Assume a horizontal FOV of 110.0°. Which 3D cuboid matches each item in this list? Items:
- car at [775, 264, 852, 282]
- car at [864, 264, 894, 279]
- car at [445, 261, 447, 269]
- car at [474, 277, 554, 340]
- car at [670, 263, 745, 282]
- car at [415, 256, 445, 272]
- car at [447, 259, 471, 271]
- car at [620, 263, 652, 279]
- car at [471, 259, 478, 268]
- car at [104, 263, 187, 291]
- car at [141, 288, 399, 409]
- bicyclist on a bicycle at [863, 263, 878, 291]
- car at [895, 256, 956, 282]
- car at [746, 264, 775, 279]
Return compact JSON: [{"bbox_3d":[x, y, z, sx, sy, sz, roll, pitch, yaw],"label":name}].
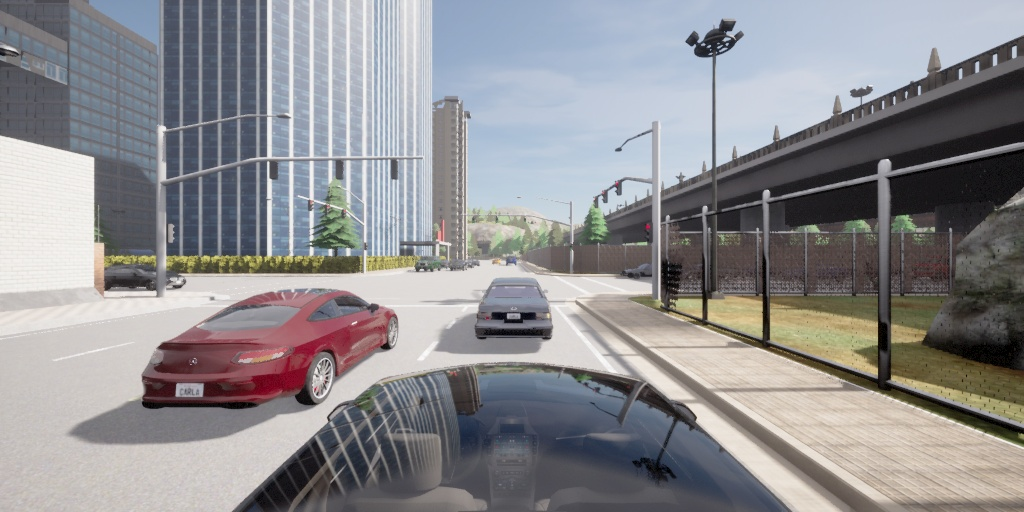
[{"bbox_3d":[24.610,1.331,29.159,4.674,1.442,1.812,0,0,0],"label":"car"},{"bbox_3d":[32.226,1.406,32.695,4.718,1.301,1.895,0,0,0],"label":"car"},{"bbox_3d":[-10.718,1.297,56.283,2.033,1.411,5.357,0,0,0],"label":"car"},{"bbox_3d":[0.076,1.297,9.975,2.033,1.411,5.357,0,0,1],"label":"car"},{"bbox_3d":[15.654,1.297,29.129,4.902,1.511,2.128,0,0,0],"label":"car"},{"bbox_3d":[-10.660,0.971,46.097,2.150,2.045,5.566,0,0,4],"label":"car"},{"bbox_3d":[-7.209,1.255,48.989,1.837,1.490,4.892,0,0,0],"label":"car"},{"bbox_3d":[12.710,1.353,32.616,5.357,1.411,2.033,0,0,0],"label":"car"},{"bbox_3d":[-7.216,1.241,58.201,2.128,1.511,4.902,0,0,0],"label":"car"},{"bbox_3d":[-22.591,1.331,21.776,4.674,1.442,1.812,0,0,0],"label":"car"},{"bbox_3d":[-3.451,1.276,6.154,1.812,1.442,4.674,0,0,0],"label":"car"},{"bbox_3d":[18.260,1.106,18.157,0.582,1.620,1.656,0,0,0],"label":"bicyclist on a bicycle"},{"bbox_3d":[35.224,1.027,29.207,5.566,2.045,2.150,0,0,-1],"label":"car"},{"bbox_3d":[22.300,1.406,32.659,4.718,1.301,1.895,0,0,0],"label":"car"}]
